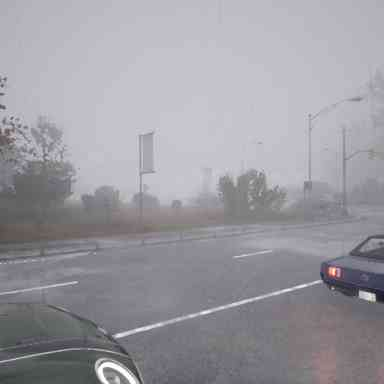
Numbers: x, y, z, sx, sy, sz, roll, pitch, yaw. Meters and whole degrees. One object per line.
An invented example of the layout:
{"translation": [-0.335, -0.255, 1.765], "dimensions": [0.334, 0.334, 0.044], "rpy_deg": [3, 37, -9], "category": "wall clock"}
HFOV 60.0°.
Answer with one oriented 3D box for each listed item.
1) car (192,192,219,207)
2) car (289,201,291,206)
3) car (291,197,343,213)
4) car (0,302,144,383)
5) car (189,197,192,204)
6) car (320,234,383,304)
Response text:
{"translation": [2.929, 1.016, 46.817], "dimensions": [2.150, 2.045, 5.566], "rpy_deg": [-1, 0, -39], "category": "car"}
{"translation": [13.678, 1.281, 38.998], "dimensions": [1.812, 1.442, 4.674], "rpy_deg": [-1, 0, -39], "category": "car"}
{"translation": [13.113, 1.276, 34.087], "dimensions": [2.128, 1.511, 4.902], "rpy_deg": [-1, 0, -39], "category": "car"}
{"translation": [-2.502, 1.352, 1.938], "dimensions": [4.553, 1.767, 2.097], "rpy_deg": [0, 0, -36], "category": "car"}
{"translation": [1.468, 1.258, 54.263], "dimensions": [2.128, 1.511, 4.902], "rpy_deg": [-1, 0, -39], "category": "car"}
{"translation": [4.969, 1.573, 7.276], "dimensions": [4.718, 1.301, 1.895], "rpy_deg": [0, 0, -35], "category": "car"}
